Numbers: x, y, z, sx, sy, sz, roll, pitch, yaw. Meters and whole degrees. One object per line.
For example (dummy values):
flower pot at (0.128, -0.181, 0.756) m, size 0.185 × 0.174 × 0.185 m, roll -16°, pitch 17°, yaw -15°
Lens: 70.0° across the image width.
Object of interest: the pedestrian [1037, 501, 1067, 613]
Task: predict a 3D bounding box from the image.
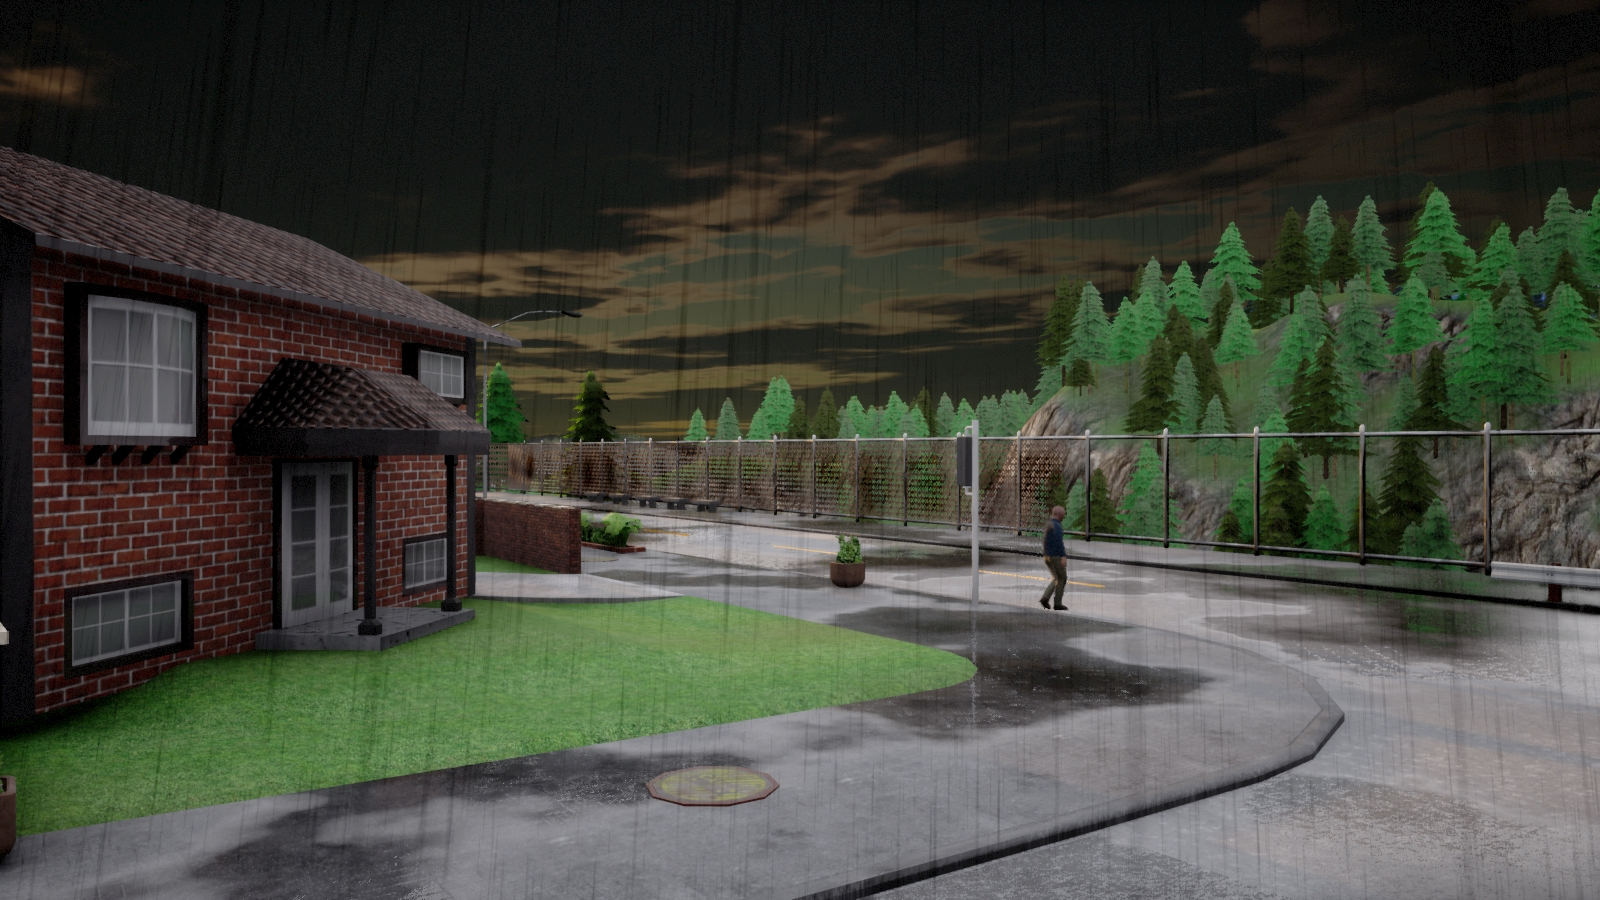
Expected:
pedestrian at (4.265, 1.804, 19.348) m, size 0.375 × 1.860 × 0.375 m, roll 0°, pitch 0°, yaw -16°
